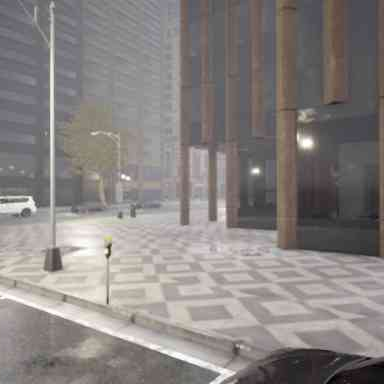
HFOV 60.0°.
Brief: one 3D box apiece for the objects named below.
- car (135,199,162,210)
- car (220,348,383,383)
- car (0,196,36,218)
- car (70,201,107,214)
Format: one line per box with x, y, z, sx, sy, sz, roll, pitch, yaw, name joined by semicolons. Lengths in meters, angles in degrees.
-6.187;1.735;46.955;1.994;1.385;4.181;0;0;36;car
1.942;1.559;1.577;4.313;1.339;1.947;-1;0;35;car
-17.489;1.436;31.003;2.150;2.045;5.566;0;0;35;car
-11.992;1.757;38.766;1.994;1.385;4.181;0;0;35;car
